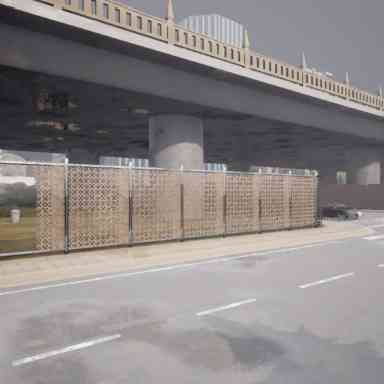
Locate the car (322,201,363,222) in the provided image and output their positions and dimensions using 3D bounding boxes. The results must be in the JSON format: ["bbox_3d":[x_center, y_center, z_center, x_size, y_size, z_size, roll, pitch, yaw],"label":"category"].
[{"bbox_3d":[11.120,1.491,26.803,2.128,1.511,4.902,0,0,-36],"label":"car"}]
